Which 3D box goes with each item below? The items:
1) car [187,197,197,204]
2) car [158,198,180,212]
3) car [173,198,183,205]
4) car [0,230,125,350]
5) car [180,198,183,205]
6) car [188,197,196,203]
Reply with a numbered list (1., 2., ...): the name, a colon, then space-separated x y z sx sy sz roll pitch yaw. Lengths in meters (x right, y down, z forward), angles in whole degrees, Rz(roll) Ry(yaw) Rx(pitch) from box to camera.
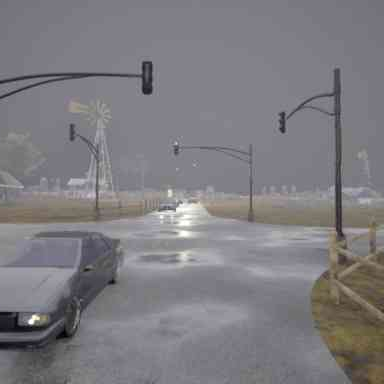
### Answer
1. car: 0.086 1.773 69.110 1.812 1.442 4.674 0 0 0
2. car: -2.861 1.652 39.779 1.994 1.385 4.181 0 0 0
3. car: -2.787 1.832 66.667 1.895 1.301 4.718 0 0 1
4. car: -2.723 1.548 6.834 2.033 1.411 5.357 0 0 0
5. car: -2.860 1.629 50.271 2.128 1.511 4.902 0 0 0
6. car: -0.008 1.842 79.123 1.812 1.442 4.674 0 0 0
